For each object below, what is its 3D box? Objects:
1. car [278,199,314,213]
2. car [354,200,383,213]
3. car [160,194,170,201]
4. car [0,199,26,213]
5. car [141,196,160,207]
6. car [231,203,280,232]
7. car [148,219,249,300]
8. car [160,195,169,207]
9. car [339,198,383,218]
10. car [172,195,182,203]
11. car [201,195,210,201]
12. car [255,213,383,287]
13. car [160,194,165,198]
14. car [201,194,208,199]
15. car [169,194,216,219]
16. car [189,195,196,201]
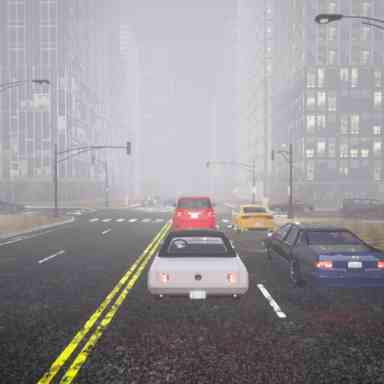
[{"bbox_3d":[10.918,1.535,36.853,5.008,1.535,1.882,0,1,4],"label":"car"},{"bbox_3d":[21.848,1.640,39.043,4.829,1.417,1.752,1,0,1],"label":"car"},{"bbox_3d":[-6.423,1.279,80.617,2.097,1.767,4.553,0,0,0],"label":"car"},{"bbox_3d":[-19.360,1.406,33.970,4.181,1.385,1.994,1,1,1],"label":"car"},{"bbox_3d":[-6.546,1.454,50.743,2.128,1.511,4.902,0,0,0],"label":"car"},{"bbox_3d":[3.372,1.467,19.175,1.882,1.535,5.008,0,0,1],"label":"car"},{"bbox_3d":[0.109,1.597,8.329,1.895,1.301,4.718,0,0,0],"label":"car"},{"bbox_3d":[-3.290,1.526,51.177,1.994,1.385,4.181,0,0,0],"label":"car"},{"bbox_3d":[16.231,1.517,30.762,5.009,1.841,2.192,1,0,1],"label":"car"},{"bbox_3d":[-3.182,1.462,71.526,2.128,1.511,4.902,0,0,0],"label":"car"},{"bbox_3d":[3.330,1.454,81.564,2.033,1.411,5.357,0,0,0],"label":"car"},{"bbox_3d":[3.364,1.543,9.356,2.033,1.411,5.357,0,0,0],"label":"car"},{"bbox_3d":[-6.495,1.429,60.417,1.882,1.535,5.008,0,0,-1],"label":"car"},{"bbox_3d":[3.339,1.262,91.981,1.812,1.442,4.674,0,0,0],"label":"car"},{"bbox_3d":[0.117,1.211,18.088,2.150,2.045,5.566,0,0,0],"label":"car"},{"bbox_3d":[0.079,1.446,82.183,1.812,1.442,4.674,0,0,0],"label":"car"}]
